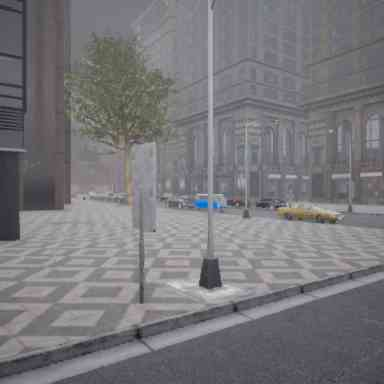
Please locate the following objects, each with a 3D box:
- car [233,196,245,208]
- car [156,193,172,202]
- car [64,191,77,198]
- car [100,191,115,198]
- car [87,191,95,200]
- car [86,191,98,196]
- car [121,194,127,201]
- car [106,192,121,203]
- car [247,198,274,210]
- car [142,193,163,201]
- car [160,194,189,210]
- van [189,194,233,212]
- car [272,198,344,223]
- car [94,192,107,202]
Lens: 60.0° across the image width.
[{"bbox_3d":[5.566,1.223,42.640,1.887,1.381,4.507,1,0,-35],"label":"car"},{"bbox_3d":[-4.097,0.880,56.448,1.967,1.590,4.097,1,0,-35],"label":"car"},{"bbox_3d":[-27.184,0.482,74.563,1.967,1.590,4.097,1,0,-35],"label":"car"},{"bbox_3d":[-20.204,0.586,79.455,1.887,1.381,4.507,1,0,-35],"label":"car"},{"bbox_3d":[-17.522,0.829,60.758,2.008,1.369,4.403,1,0,-35],"label":"car"},{"bbox_3d":[-26.647,0.470,88.658,1.802,1.307,4.206,1,0,-35],"label":"car"},{"bbox_3d":[-7.761,1.050,46.813,1.752,1.417,4.829,1,0,-35],"label":"car"},{"bbox_3d":[-11.079,0.991,51.554,2.008,1.369,4.403,1,0,-35],"label":"car"},{"bbox_3d":[8.786,1.314,38.038,1.947,1.339,4.313,1,0,-35],"label":"car"},{"bbox_3d":[-7.321,0.909,61.050,2.008,1.369,4.403,1,0,-35],"label":"car"},{"bbox_3d":[-1.415,1.230,37.744,2.008,1.369,4.403,1,0,-35],"label":"car"},{"bbox_3d":[1.809,1.090,33.142,1.690,1.788,3.998,1,0,-35],"label":"van"},{"bbox_3d":[8.348,1.398,23.794,1.752,1.417,4.829,1,0,-35],"label":"car"},{"bbox_3d":[-14.301,0.910,56.156,2.008,1.369,4.403,1,0,-35],"label":"car"}]
